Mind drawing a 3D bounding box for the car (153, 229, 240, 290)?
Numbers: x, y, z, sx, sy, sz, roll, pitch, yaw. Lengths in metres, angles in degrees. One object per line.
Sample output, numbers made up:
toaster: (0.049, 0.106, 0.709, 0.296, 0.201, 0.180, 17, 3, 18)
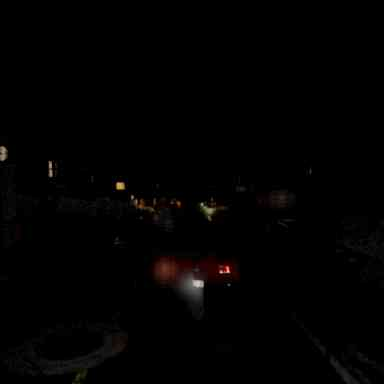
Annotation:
car: (0.095, 1.672, 9.256, 1.895, 1.301, 4.718, 0, 0, 0)

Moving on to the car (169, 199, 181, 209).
car: (-2.868, 2.019, 57.282, 1.882, 1.535, 5.008, 0, 0, 0)

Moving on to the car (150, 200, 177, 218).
car: (-2.915, 1.817, 34.211, 1.812, 1.442, 4.674, 0, -1, 2)

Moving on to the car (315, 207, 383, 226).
car: (11.778, 1.668, 23.812, 5.357, 1.411, 2.033, 0, 2, 2)

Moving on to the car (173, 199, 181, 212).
car: (-2.872, 1.965, 44.859, 1.994, 1.385, 4.181, 0, -1, 0)
